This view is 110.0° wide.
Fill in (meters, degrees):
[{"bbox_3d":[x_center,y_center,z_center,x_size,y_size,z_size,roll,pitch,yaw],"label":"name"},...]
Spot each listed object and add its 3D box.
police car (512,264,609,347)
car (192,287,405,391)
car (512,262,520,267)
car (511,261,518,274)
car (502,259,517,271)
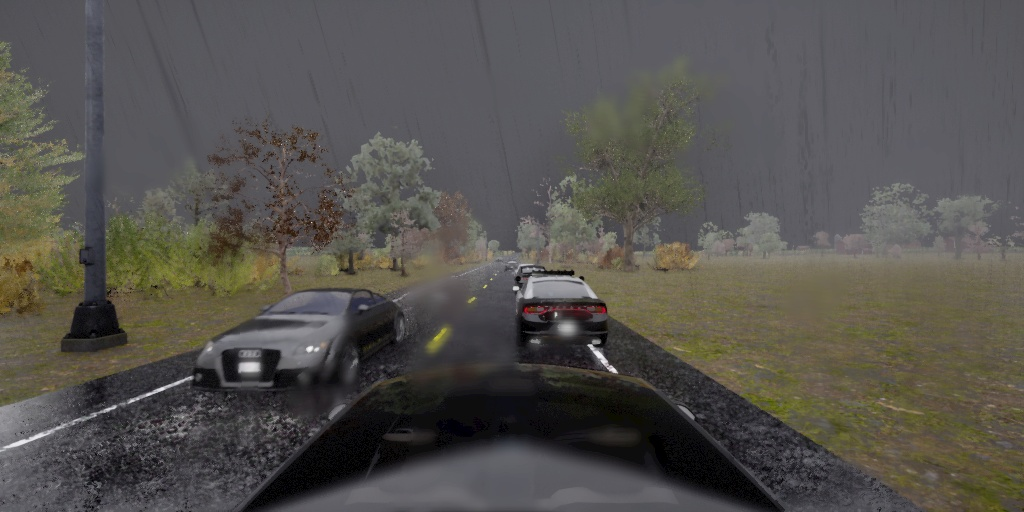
[{"bbox_3d":[1.053,1.173,9.415,1.930,1.638,5.238,0,0,0],"label":"police car"},{"bbox_3d":[-3.498,1.312,6.785,1.994,1.385,4.181,0,0,0],"label":"car"},{"bbox_3d":[1.056,1.248,19.306,1.837,1.490,4.892,0,0,0],"label":"car"},{"bbox_3d":[1.058,1.265,25.307,1.812,1.442,4.674,0,0,0],"label":"car"},{"bbox_3d":[0.051,1.238,47.420,1.812,1.442,4.674,0,0,1],"label":"car"}]
